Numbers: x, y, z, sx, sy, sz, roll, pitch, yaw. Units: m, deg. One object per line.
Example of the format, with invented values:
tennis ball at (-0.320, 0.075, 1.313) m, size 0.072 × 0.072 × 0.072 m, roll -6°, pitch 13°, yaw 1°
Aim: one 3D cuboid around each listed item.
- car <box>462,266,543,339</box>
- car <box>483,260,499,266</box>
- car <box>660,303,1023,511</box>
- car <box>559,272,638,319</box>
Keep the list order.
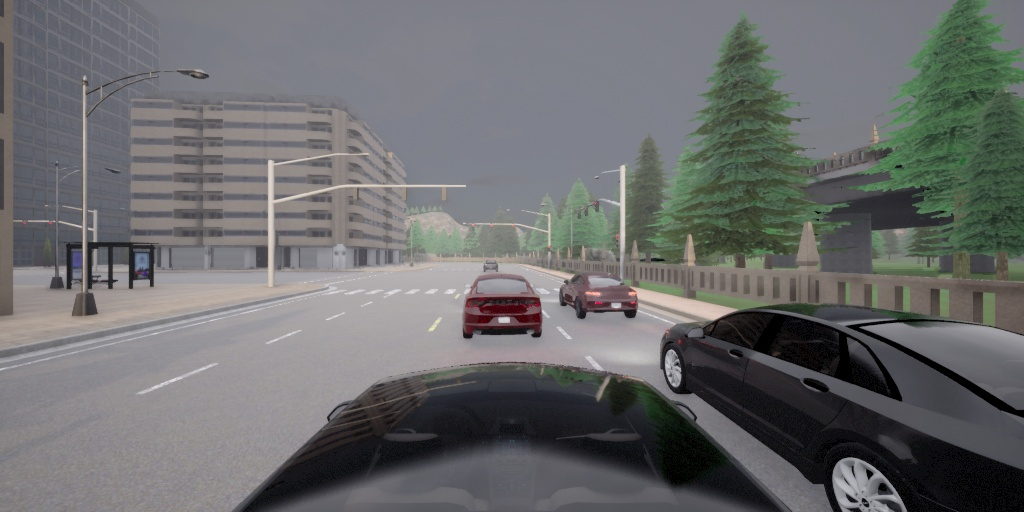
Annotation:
car at (-0.341, 1.228, 10.190) m, size 1.882 × 1.535 × 5.008 m, roll 0°, pitch 0°, yaw -4°
car at (-2.712, 1.242, 45.905) m, size 2.128 × 1.511 × 4.902 m, roll 0°, pitch 0°, yaw -4°
car at (3.257, 1.255, 3.775) m, size 1.837 × 1.490 × 4.892 m, roll 0°, pitch 0°, yaw 0°
car at (2.922, 1.276, 12.765) m, size 1.812 × 1.442 × 4.674 m, roll 0°, pitch 0°, yaw -3°
